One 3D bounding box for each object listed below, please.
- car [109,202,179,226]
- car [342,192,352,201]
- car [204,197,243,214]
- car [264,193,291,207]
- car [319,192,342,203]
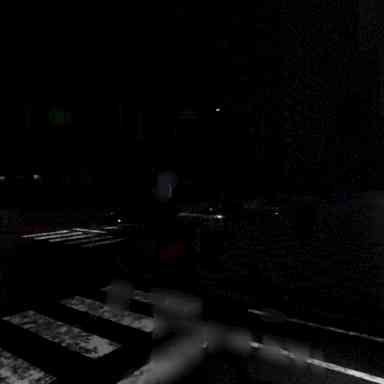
[{"bbox_3d":[-2.998,1.354,21.435,1.895,1.301,4.718,0,1,36],"label":"car"},{"bbox_3d":[25.433,0.654,55.675,1.882,1.535,5.008,0,1,36],"label":"car"},{"bbox_3d":[2.951,1.143,29.733,1.812,1.442,4.674,0,1,36],"label":"car"},{"bbox_3d":[10.360,0.925,40.069,1.882,1.535,5.008,0,1,36],"label":"car"},{"bbox_3d":[19.549,0.815,47.447,1.837,1.490,4.892,0,1,36],"label":"car"}]
